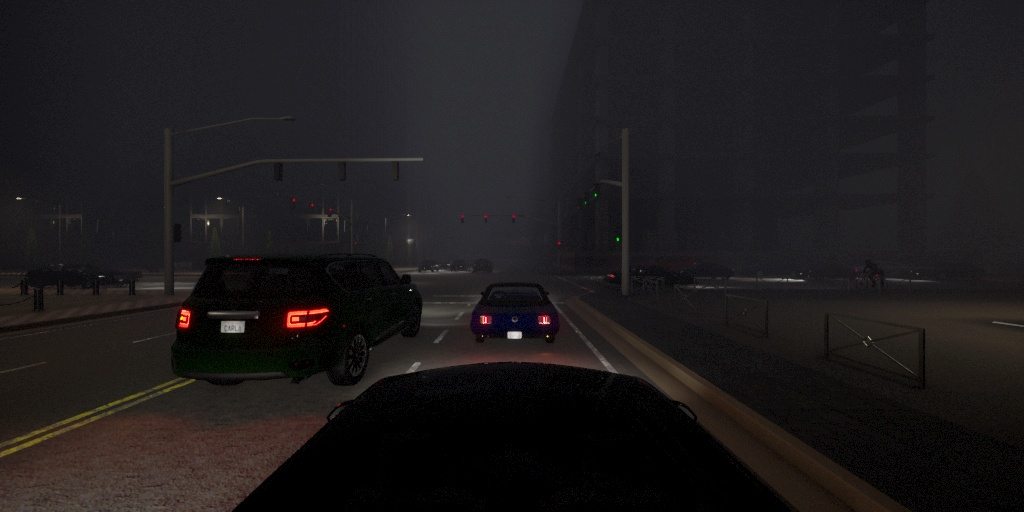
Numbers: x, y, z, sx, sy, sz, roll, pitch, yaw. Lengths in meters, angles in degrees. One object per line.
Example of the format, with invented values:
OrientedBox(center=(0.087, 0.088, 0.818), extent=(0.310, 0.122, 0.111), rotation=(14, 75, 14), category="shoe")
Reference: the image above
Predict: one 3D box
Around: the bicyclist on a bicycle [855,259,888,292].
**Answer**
OrientedBox(center=(18.322, 0.998, 18.298), extent=(0.582, 1.620, 1.656), rotation=(0, 0, 0), category="bicyclist on a bicycle")

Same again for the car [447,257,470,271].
OrientedBox(center=(-7.123, 1.255, 48.531), extent=(1.837, 1.490, 4.892), rotation=(0, 0, 0), category="car")

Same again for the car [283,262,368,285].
OrientedBox(center=(-12.997, 1.196, 25.243), extent=(5.008, 1.535, 1.882), rotation=(0, 0, -1), category="car")

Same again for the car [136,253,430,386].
OrientedBox(center=(-3.441, 0.971, 7.129), extent=(2.150, 2.045, 5.566), rotation=(0, 0, 0), category="car")

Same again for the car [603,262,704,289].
OrientedBox(center=(8.417, 1.240, 22.031), extent=(5.357, 1.411, 2.033), rotation=(0, 0, 0), category="car")

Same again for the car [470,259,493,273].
OrientedBox(center=(-3.461, 1.102, 43.622), extent=(2.097, 1.767, 4.553), rotation=(0, 0, 1), category="car")

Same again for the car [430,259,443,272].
OrientedBox(center=(-10.623, 1.255, 45.907), extent=(1.837, 1.490, 4.892), rotation=(0, 0, 0), category="car")

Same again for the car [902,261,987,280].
OrientedBox(center=(35.595, 1.199, 29.336), extent=(4.892, 1.490, 1.837), rotation=(0, 0, 0), category="car")

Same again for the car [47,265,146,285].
OrientedBox(center=(-28.941, 1.295, 25.089), extent=(4.718, 1.301, 1.895), rotation=(0, 0, 0), category="car")

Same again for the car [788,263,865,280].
OrientedBox(center=(25.601, 1.258, 29.310), extent=(4.181, 1.385, 1.994), rotation=(0, 0, 0), category="car")

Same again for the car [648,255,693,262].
OrientedBox(center=(13.918, 0.917, 32.766), extent=(5.566, 2.045, 2.150), rotation=(0, 0, 0), category="car")

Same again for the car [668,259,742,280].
OrientedBox(center=(15.637, 1.220, 29.250), extent=(4.674, 1.442, 1.812), rotation=(0, 0, 0), category="car")

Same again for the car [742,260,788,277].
OrientedBox(center=(23.647, 1.172, 32.801), extent=(5.008, 1.535, 1.882), rotation=(0, 0, -1), category="car")

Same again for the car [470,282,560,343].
OrientedBox(center=(0.075, 1.351, 9.644), extent=(1.895, 1.301, 4.718), rotation=(0, 0, 0), category="car")

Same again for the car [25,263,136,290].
OrientedBox(center=(-26.004, 1.185, 21.595), extent=(4.902, 1.511, 2.128), rotation=(0, 0, 0), category="car")

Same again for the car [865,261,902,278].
OrientedBox(center=(33.642, 1.220, 32.831), extent=(4.674, 1.442, 1.812), rotation=(0, 0, 0), category="car")

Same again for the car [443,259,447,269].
OrientedBox(center=(-10.619, 1.241, 55.250), extent=(2.128, 1.511, 4.902), rotation=(0, 0, 0), category="car")
